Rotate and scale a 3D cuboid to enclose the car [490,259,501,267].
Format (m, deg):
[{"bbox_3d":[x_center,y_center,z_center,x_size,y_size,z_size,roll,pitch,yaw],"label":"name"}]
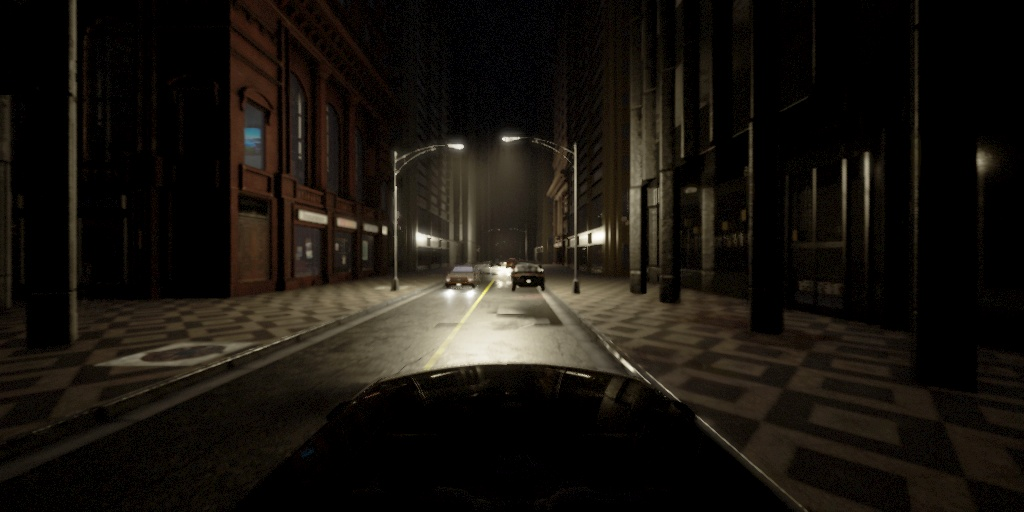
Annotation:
[{"bbox_3d":[-3.006,1.289,65.304,1.812,1.442,4.674,0,0,0],"label":"car"}]

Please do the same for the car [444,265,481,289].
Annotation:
[{"bbox_3d":[-3.092,1.283,23.504,2.033,1.411,5.357,0,0,0],"label":"car"}]

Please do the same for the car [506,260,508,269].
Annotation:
[{"bbox_3d":[0.009,1.230,57.019,1.882,1.535,5.008,0,0,0],"label":"car"}]

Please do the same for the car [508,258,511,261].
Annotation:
[{"bbox_3d":[0.905,1.087,31.767,2.097,1.767,4.553,0,0,0],"label":"car"}]

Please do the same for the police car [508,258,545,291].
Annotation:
[{"bbox_3d":[0.904,1.161,21.906,1.930,1.638,5.238,0,0,0],"label":"police car"}]
